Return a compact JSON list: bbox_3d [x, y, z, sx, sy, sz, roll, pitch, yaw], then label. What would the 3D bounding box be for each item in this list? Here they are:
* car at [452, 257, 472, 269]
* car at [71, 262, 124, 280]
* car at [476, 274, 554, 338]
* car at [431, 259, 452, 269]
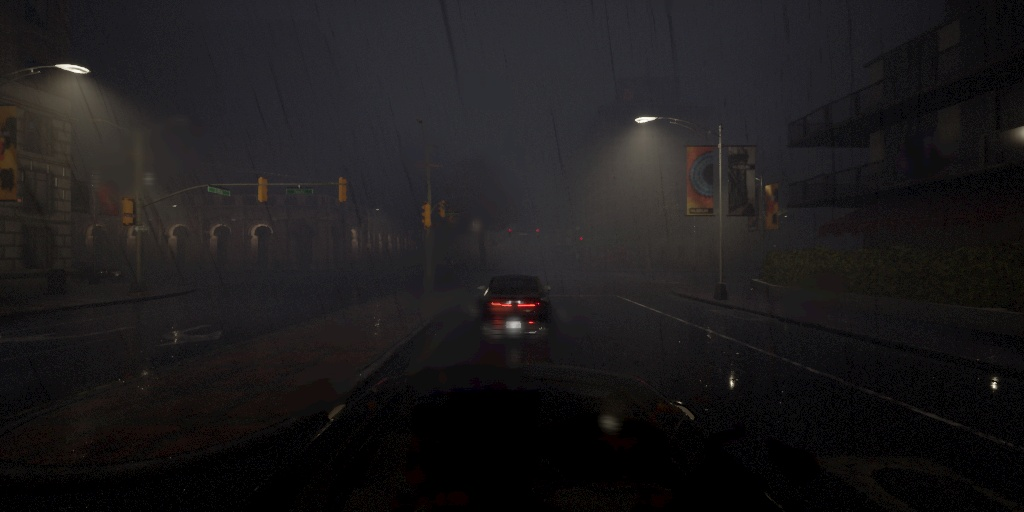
[{"bbox_3d":[-8.054,1.276,58.349,1.812,1.442,4.674,0,0,0],"label":"car"},{"bbox_3d":[-33.901,1.242,28.551,4.902,1.511,2.128,0,0,0],"label":"car"},{"bbox_3d":[0.077,1.255,10.153,1.837,1.490,4.892,0,0,0],"label":"car"},{"bbox_3d":[-11.545,1.276,58.574,1.812,1.442,4.674,0,0,0],"label":"car"}]
